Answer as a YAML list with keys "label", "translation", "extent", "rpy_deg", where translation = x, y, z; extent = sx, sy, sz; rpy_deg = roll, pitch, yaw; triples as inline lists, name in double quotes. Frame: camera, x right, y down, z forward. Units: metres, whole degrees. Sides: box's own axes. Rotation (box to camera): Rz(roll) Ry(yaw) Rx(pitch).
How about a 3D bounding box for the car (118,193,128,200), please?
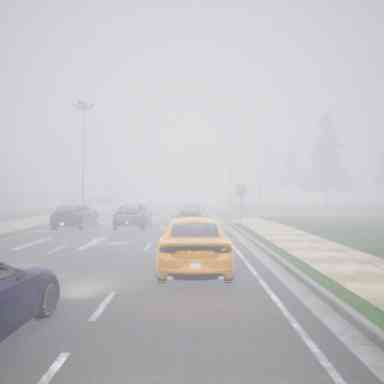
- label: "car"
  translation: [-16.323, 1.167, 73.147]
  extent: [2.150, 2.045, 5.566]
  rpy_deg: [0, 0, 0]

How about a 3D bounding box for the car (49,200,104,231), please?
- label: "car"
  translation: [-7.138, 1.488, 20.552]
  extent: [1.837, 1.490, 4.892]
  rpy_deg: [0, 0, -1]

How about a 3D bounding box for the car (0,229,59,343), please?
- label: "car"
  translation: [-3.418, 1.522, 4.368]
  extent: [1.812, 1.442, 4.674]
  rpy_deg: [0, 0, 0]

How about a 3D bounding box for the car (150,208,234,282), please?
- label: "car"
  translation: [0.061, 1.470, 9.783]
  extent: [1.882, 1.535, 5.008]
  rpy_deg: [0, 0, 0]

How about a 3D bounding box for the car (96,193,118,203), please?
- label: "car"
  translation: [-16.318, 1.301, 63.836]
  extent: [2.097, 1.767, 4.553]
  rpy_deg: [0, 0, 0]

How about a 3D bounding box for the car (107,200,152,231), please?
- label: "car"
  translation: [-3.589, 1.475, 20.592]
  extent: [2.128, 1.511, 4.902]
  rpy_deg: [0, 0, 0]

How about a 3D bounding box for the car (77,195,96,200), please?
- label: "car"
  translation: [-19.818, 1.496, 64.344]
  extent: [2.033, 1.411, 5.357]
  rpy_deg: [0, 0, 0]

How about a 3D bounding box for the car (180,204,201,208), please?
- label: "car"
  translation: [-0.086, 1.509, 21.789]
  extent: [1.812, 1.442, 4.674]
  rpy_deg: [0, 0, 0]

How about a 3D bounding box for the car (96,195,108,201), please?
- label: "car"
  translation: [-23.329, 1.522, 86.379]
  extent: [1.895, 1.301, 4.718]
  rpy_deg: [0, 0, 0]

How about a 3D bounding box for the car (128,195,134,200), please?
- label: "car"
  translation: [-16.329, 1.406, 86.385]
  extent: [1.882, 1.535, 5.008]
  rpy_deg: [0, 0, 0]

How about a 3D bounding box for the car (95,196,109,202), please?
- label: "car"
  translation: [-19.823, 1.494, 73.553]
  extent: [1.994, 1.385, 4.181]
  rpy_deg: [0, 0, 0]

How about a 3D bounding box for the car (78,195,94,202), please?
- label: "car"
  translation: [-23.323, 1.420, 73.129]
  extent: [1.882, 1.535, 5.008]
  rpy_deg: [0, 0, 0]

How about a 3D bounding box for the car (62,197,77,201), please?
- label: "car"
  translation: [-23.318, 1.549, 63.992]
  extent: [1.895, 1.301, 4.718]
  rpy_deg: [0, 0, 0]
